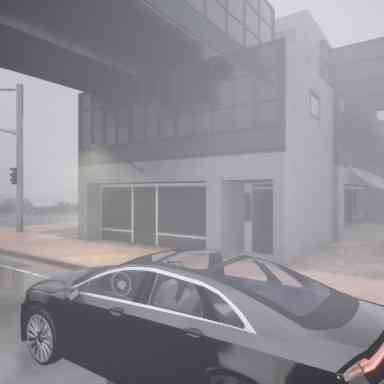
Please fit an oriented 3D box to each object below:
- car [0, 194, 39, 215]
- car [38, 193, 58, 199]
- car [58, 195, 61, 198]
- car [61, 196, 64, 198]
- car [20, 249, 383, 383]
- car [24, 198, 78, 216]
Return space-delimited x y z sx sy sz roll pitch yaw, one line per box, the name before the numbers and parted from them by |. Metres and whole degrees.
car | -17.936 1.352 32.453 2.097 1.767 4.553 0 0 36
car | -30.620 1.153 69.428 4.605 1.855 1.932 0 0 35
car | -28.893 1.364 71.754 3.905 1.438 1.784 0 0 35
car | -12.598 1.478 39.684 1.882 1.535 5.008 0 0 37
car | -0.251 1.492 4.172 4.902 1.511 2.128 0 0 35
car | -13.438 1.601 32.679 1.895 1.301 4.718 0 0 36
